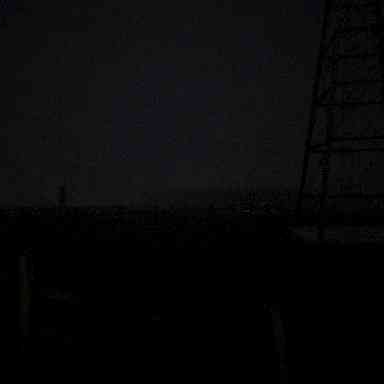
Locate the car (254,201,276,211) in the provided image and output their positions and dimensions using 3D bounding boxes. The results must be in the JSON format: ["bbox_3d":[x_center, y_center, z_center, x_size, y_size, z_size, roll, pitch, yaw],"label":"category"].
[{"bbox_3d":[11.790,2.237,53.136,1.812,1.442,4.674,-1,-1,44],"label":"car"}]
